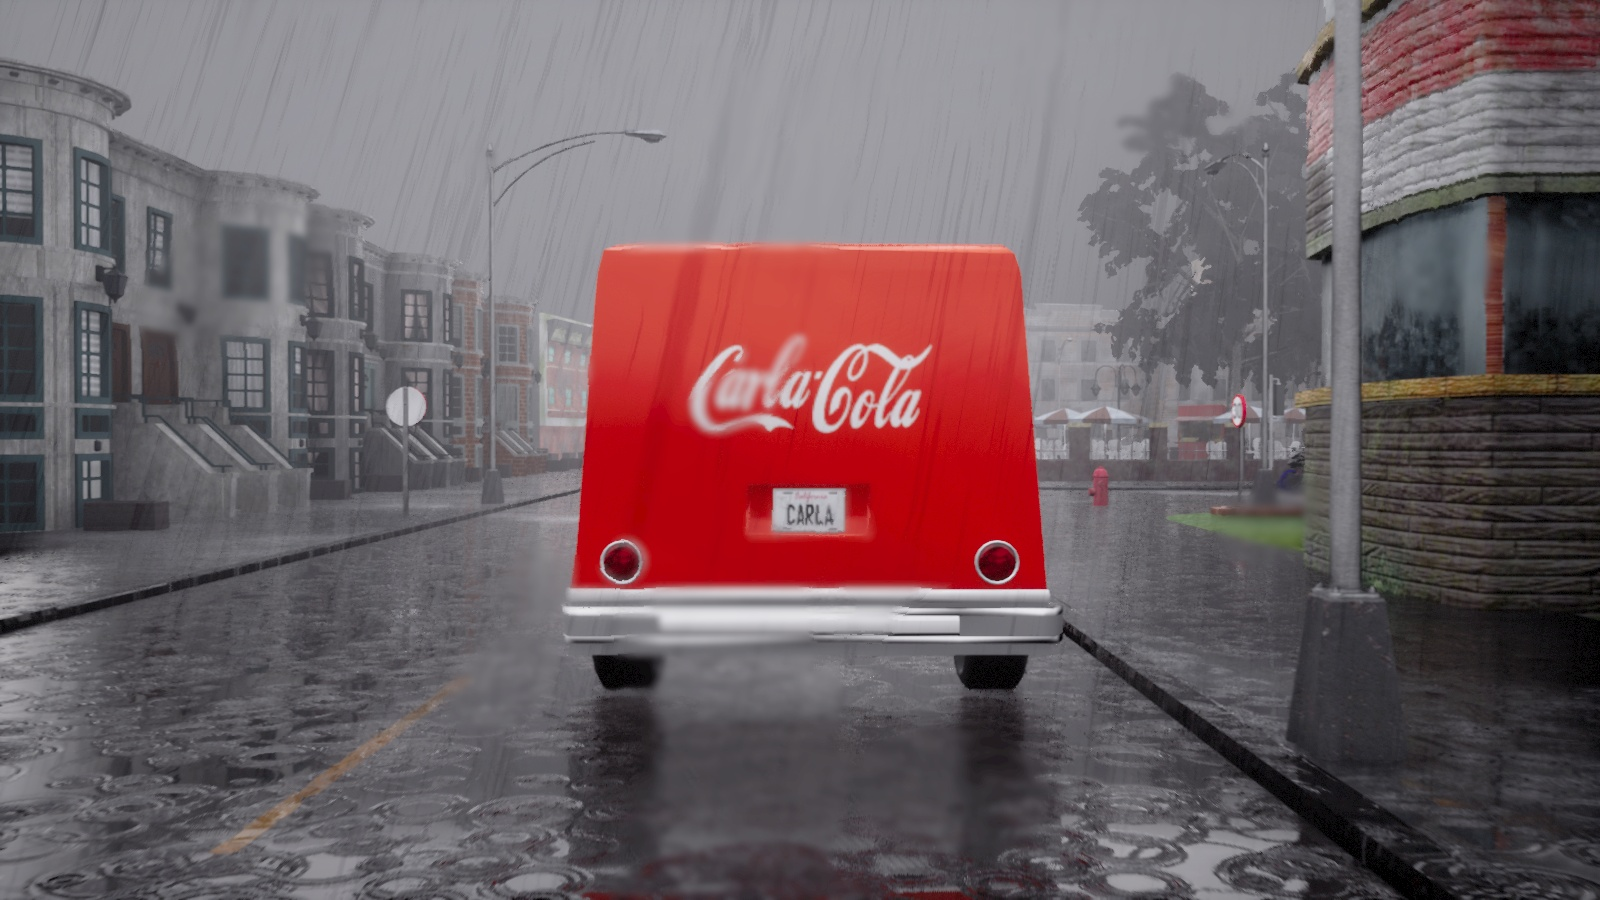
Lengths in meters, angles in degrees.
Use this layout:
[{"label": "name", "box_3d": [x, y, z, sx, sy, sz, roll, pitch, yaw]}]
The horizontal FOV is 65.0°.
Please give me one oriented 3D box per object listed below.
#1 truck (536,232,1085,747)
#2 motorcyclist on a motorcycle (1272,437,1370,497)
[{"label": "truck", "box_3d": [0.065, 0.164, 8.624, 2.627, 2.467, 5.204, 0, 1, 0]}, {"label": "motorcyclist on a motorcycle", "box_3d": [13.543, 0.436, 32.685, 2.191, 1.530, 0.866, 0, 1, 0]}]
